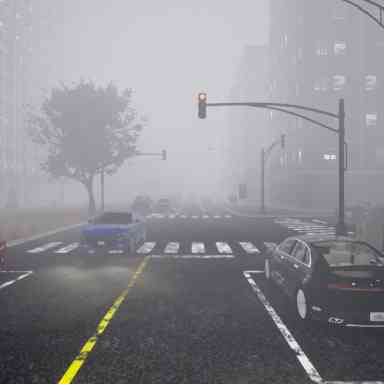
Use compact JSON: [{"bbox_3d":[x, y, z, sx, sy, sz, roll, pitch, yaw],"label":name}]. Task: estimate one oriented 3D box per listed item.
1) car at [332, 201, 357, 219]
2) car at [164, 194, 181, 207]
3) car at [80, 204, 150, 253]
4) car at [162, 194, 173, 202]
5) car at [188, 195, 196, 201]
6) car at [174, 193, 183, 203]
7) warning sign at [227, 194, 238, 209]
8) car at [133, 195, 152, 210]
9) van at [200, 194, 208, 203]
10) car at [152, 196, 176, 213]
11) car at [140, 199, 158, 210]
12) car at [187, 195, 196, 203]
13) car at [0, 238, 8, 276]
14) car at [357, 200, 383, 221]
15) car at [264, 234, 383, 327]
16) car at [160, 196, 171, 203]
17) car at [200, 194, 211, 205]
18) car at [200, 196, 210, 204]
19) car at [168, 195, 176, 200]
[{"bbox_3d":[13.405,1.350,26.360,4.403,1.369,2.008,-1,1,-1],"label":"car"},{"bbox_3d":[-3.131,1.520,49.225,2.128,1.511,4.902,0,0,0],"label":"car"},{"bbox_3d":[-3.109,1.480,13.879,1.882,1.535,5.008,0,0,0],"label":"car"},{"bbox_3d":[-5.753,1.385,77.987,2.192,1.841,5.009,0,0,0],"label":"car"},{"bbox_3d":[-0.061,1.446,79.075,1.812,1.442,4.674,0,0,0],"label":"car"},{"bbox_3d":[-3.054,1.278,69.346,2.150,2.045,5.566,0,0,0],"label":"car"},{"bbox_3d":[5.037,1.138,41.461,1.300,1.860,1.060,0,0,0],"label":"warning sign"},{"bbox_3d":[-5.723,1.336,39.327,2.192,1.841,5.009,0,0,0],"label":"car"},{"bbox_3d":[2.632,1.402,72.471,1.690,1.788,3.998,0,0,0],"label":"van"},{"bbox_3d":[-3.128,1.524,37.972,1.837,1.490,4.892,0,0,0],"label":"car"},{"bbox_3d":[-5.727,1.592,44.850,1.947,1.339,4.313,0,0,0],"label":"car"},{"bbox_3d":[-0.055,1.656,69.098,1.895,1.301,4.718,0,0,0],"label":"car"},{"bbox_3d":[-5.696,1.545,6.939,1.887,1.381,4.507,0,0,0],"label":"car"},{"bbox_3d":[14.921,1.283,23.797,4.892,1.490,1.837,-1,0,-1],"label":"car"},{"bbox_3d":[2.684,1.551,6.945,2.008,1.369,4.403,0,0,0],"label":"car"},{"bbox_3d":[-5.748,1.627,72.465,1.947,1.339,4.313,0,0,0],"label":"car"},{"bbox_3d":[2.641,1.610,61.425,1.947,1.339,4.313,0,0,0],"label":"car"},{"bbox_3d":[2.637,1.578,67.118,1.752,1.417,4.829,0,0,0],"label":"car"},{"bbox_3d":[-5.766,1.654,94.556,2.008,1.369,4.403,0,0,0],"label":"car"}]
